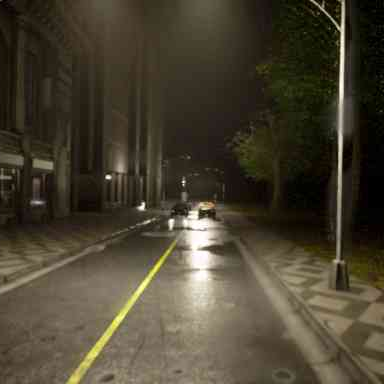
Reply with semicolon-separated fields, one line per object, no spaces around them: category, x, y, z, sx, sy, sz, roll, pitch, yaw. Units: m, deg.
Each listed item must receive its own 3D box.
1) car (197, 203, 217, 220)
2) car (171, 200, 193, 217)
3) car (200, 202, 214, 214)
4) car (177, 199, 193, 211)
car;1.560;2.081;34.512;2.128;1.511;4.902;1;-1;4
car;-1.306;2.056;38.603;1.882;1.535;5.008;1;-1;3
car;2.108;2.227;46.935;1.882;1.535;5.008;1;0;3
car;-0.936;1.833;46.394;1.837;1.490;4.892;1;-1;3
